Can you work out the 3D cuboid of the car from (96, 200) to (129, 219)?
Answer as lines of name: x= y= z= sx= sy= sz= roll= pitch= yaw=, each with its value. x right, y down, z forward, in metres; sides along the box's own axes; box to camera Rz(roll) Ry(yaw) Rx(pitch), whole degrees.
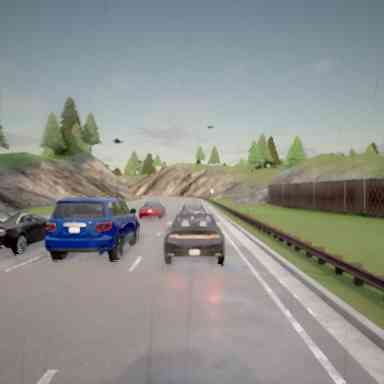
car: x=-6.915 y=1.476 z=29.387 sx=1.812 sy=1.442 sz=4.674 roll=0 pitch=0 yaw=0

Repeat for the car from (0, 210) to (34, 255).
car: x=-6.914 y=1.469 z=13.179 sx=2.128 sy=1.511 sz=4.902 roll=0 pitch=0 yaw=0

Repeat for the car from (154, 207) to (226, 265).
car: x=0.081 y=1.468 z=11.590 sx=2.128 sy=1.511 sz=4.902 roll=0 pitch=0 yaw=0

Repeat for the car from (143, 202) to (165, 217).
car: x=-3.410 y=1.515 z=29.003 sx=1.994 sy=1.385 sz=4.181 roll=0 pitch=0 yaw=0

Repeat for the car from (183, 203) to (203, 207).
car: x=0.086 y=1.556 z=26.730 sx=1.895 sy=1.301 sz=4.718 roll=0 pitch=0 yaw=0

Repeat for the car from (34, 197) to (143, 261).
car: x=-3.412 y=1.199 z=12.367 sx=2.150 sy=2.045 sz=5.566 roll=0 pitch=0 yaw=0

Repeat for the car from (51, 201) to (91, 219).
car: x=-10.410 y=1.515 z=29.005 sx=1.994 sy=1.385 sz=4.181 roll=0 pitch=0 yaw=0
